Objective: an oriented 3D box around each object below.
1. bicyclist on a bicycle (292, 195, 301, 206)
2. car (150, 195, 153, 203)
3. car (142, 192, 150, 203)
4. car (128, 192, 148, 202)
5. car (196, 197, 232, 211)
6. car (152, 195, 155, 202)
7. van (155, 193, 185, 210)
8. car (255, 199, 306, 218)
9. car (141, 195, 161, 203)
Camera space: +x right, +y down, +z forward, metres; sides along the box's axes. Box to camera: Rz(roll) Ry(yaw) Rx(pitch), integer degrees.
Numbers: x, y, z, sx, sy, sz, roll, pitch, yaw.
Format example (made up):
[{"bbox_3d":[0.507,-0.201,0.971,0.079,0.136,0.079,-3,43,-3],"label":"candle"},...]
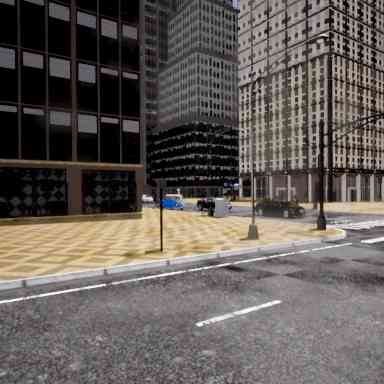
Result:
[{"bbox_3d":[11.998,1.112,38.415,1.656,1.620,0.582,-1,1,-34],"label":"bicyclist on a bicycle"},{"bbox_3d":[-4.732,1.030,57.968,2.192,1.841,5.009,0,0,-34],"label":"car"},{"bbox_3d":[-8.554,1.249,58.998,1.812,1.442,4.674,-1,1,-34],"label":"car"},{"bbox_3d":[-10.927,0.977,67.154,2.192,1.841,5.009,0,0,-34],"label":"car"},{"bbox_3d":[2.416,1.358,37.004,2.128,1.511,4.902,-1,1,-34],"label":"car"},{"bbox_3d":[-3.227,1.344,45.388,1.812,1.442,4.674,-1,1,-34],"label":"car"},{"bbox_3d":[-2.390,1.207,39.506,1.690,1.788,3.998,0,0,-34],"label":"van"},{"bbox_3d":[7.684,1.416,29.191,1.837,1.490,4.892,-1,1,-34],"label":"car"},{"bbox_3d":[-7.829,1.233,62.562,1.887,1.381,4.507,0,0,-34],"label":"car"}]
